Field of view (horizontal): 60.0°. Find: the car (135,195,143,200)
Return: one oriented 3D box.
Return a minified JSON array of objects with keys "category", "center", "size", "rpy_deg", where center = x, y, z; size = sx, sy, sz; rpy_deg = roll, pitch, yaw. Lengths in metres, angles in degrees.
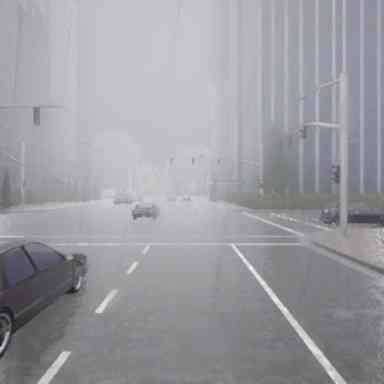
[{"category":"car","center":[-11.694,1.510,71.901],"size":[2.128,1.511,4.902],"rpy_deg":[0,0,-1]}]

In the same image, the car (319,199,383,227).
[{"category":"car","center":[10.951,1.348,22.006],"size":[4.553,1.767,2.097],"rpy_deg":[0,0,-3]}]

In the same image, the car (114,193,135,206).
[{"category":"car","center":[-11.473,1.210,55.567],"size":[2.150,2.045,5.566],"rpy_deg":[0,0,0]}]

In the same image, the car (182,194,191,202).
[{"category":"car","center":[-1.257,1.502,75.899],"size":[1.812,1.442,4.674],"rpy_deg":[0,0,-1]}]

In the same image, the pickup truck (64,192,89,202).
[{"category":"pickup truck","center":[-24.794,1.044,70.420],"size":[2.390,2.098,6.274],"rpy_deg":[0,0,30]}]

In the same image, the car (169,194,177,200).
[{"category":"car","center":[-4.919,1.391,86.095],"size":[1.837,1.490,4.892],"rpy_deg":[0,0,-1]}]

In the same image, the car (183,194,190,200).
[{"category":"car","center":[-1.419,1.369,86.149],"size":[1.882,1.535,5.008],"rpy_deg":[0,0,-1]}]

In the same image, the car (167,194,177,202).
[{"category":"car","center":[-4.750,1.516,75.480],"size":[2.033,1.411,5.357],"rpy_deg":[0,0,-1]}]

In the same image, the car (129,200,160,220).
[{"category":"car","center":[-3.786,1.595,28.007],"size":[1.895,1.301,4.718],"rpy_deg":[0,0,-1]}]

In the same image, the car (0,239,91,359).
[{"category":"car","center":[-3.437,1.546,5.776],"size":[2.033,1.411,5.357],"rpy_deg":[0,0,0]}]
